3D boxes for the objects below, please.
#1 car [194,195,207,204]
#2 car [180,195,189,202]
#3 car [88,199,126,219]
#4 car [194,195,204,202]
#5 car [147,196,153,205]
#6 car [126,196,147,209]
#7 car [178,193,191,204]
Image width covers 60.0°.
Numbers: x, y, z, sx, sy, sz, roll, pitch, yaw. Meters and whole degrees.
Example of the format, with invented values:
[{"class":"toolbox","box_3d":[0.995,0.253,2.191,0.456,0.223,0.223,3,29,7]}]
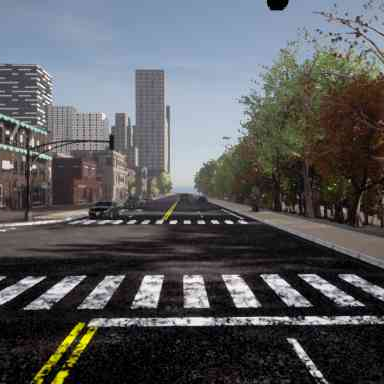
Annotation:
[{"class":"car","box_3d":[1.851,1.454,62.887,1.882,1.535,5.008,0,0,-1]},{"class":"car","box_3d":[-1.751,1.447,74.245,1.882,1.535,5.008,0,0,-1]},{"class":"car","box_3d":[-7.432,1.496,28.759,1.837,1.490,4.892,0,0,2]},{"class":"car","box_3d":[1.508,1.471,72.992,1.837,1.490,4.892,0,0,-1]},{"class":"car","box_3d":[-7.965,1.470,58.506,2.128,1.511,4.902,0,0,-1]},{"class":"car","box_3d":[-7.641,1.336,43.813,2.097,1.767,4.553,0,0,-1]},{"class":"car","box_3d":[-1.416,1.195,63.666,2.150,2.045,5.566,0,0,-1]}]
